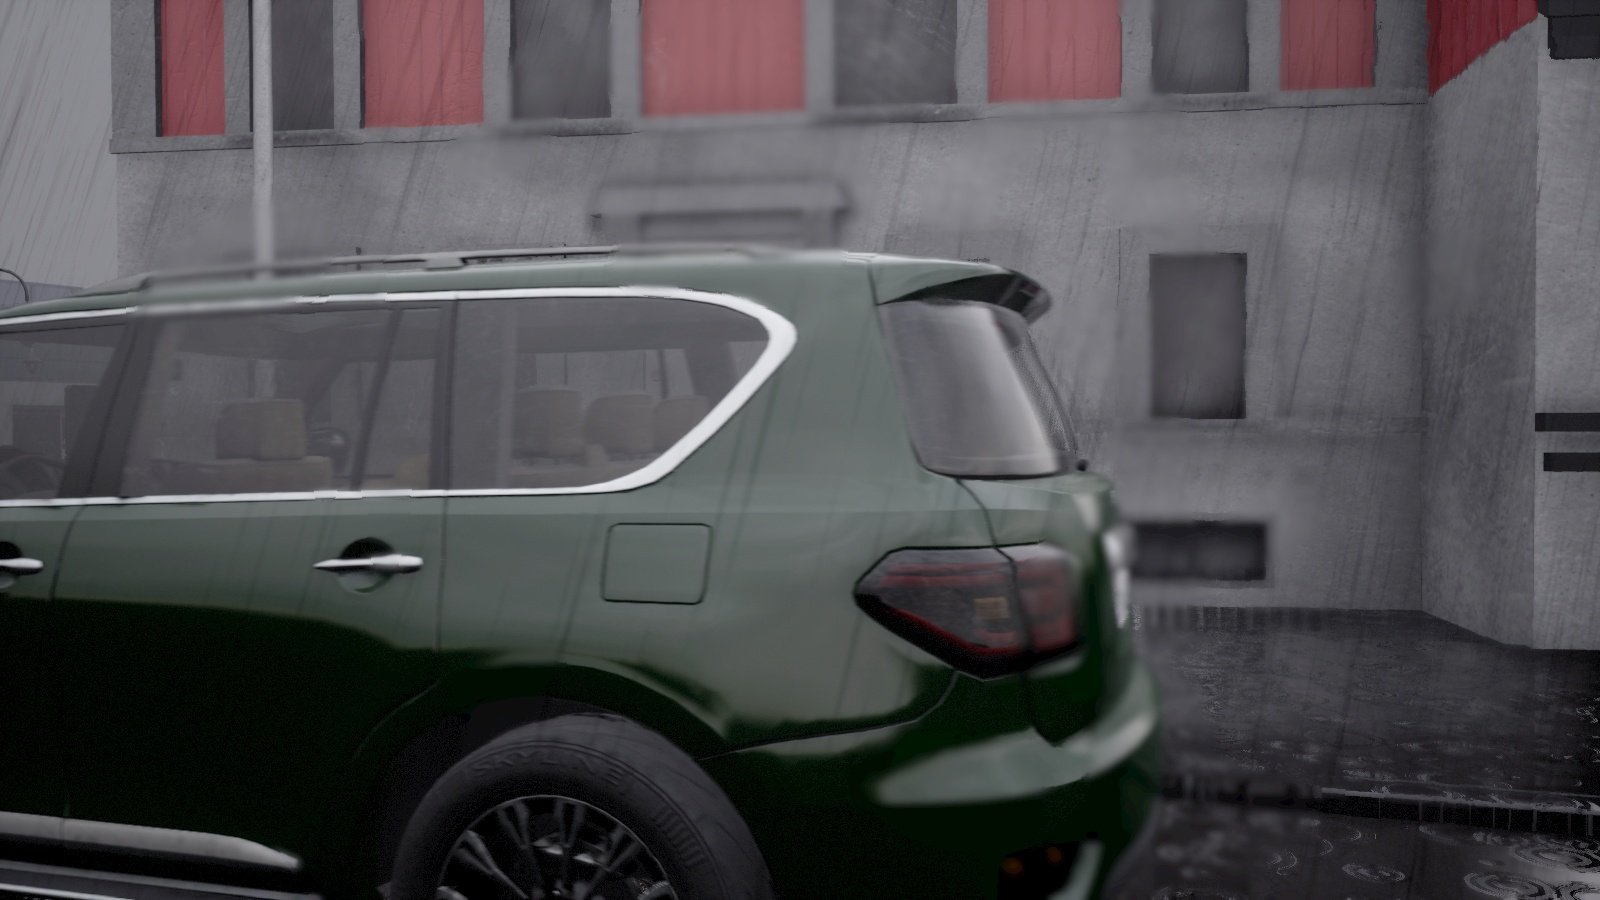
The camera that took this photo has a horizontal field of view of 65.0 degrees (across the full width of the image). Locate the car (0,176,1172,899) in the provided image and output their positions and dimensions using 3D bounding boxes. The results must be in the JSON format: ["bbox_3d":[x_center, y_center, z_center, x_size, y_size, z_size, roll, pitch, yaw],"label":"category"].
[{"bbox_3d":[-1.685,0.471,4.249,5.566,2.045,2.150,1,1,18],"label":"car"}]
